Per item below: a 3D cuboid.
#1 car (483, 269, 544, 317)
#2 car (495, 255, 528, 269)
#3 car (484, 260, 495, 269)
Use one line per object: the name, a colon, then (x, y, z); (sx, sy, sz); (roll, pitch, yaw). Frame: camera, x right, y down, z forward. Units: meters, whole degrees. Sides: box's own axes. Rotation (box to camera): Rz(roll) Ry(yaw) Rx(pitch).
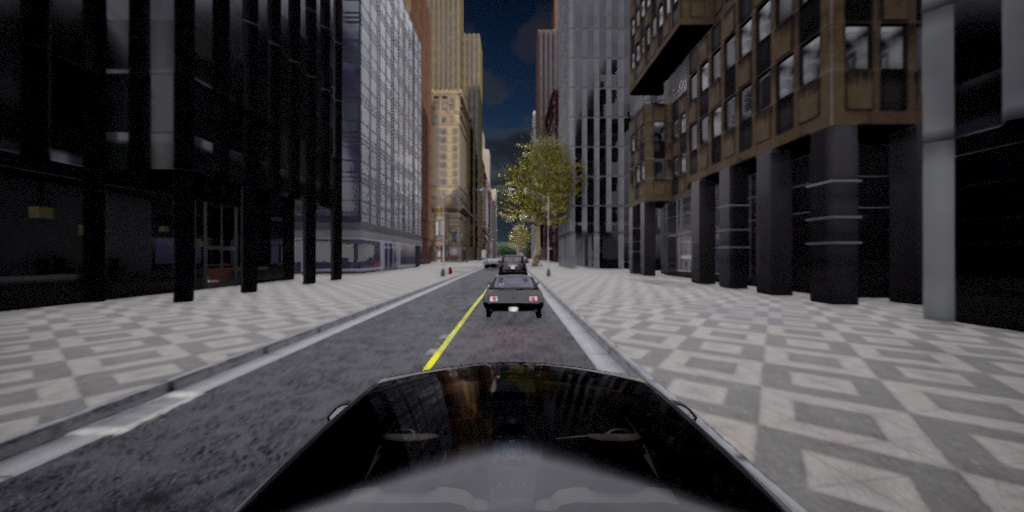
car: (0.067, 1.321, 13.074); (1.895, 1.301, 4.718); (0, 0, 0)
car: (0.079, 0.917, 28.494); (2.150, 2.045, 5.566); (0, 0, 1)
car: (-3.044, 1.283, 52.374); (1.895, 1.301, 4.718); (0, 0, 0)
